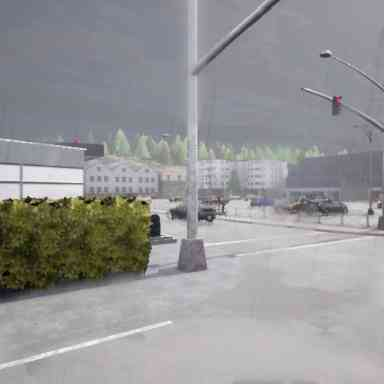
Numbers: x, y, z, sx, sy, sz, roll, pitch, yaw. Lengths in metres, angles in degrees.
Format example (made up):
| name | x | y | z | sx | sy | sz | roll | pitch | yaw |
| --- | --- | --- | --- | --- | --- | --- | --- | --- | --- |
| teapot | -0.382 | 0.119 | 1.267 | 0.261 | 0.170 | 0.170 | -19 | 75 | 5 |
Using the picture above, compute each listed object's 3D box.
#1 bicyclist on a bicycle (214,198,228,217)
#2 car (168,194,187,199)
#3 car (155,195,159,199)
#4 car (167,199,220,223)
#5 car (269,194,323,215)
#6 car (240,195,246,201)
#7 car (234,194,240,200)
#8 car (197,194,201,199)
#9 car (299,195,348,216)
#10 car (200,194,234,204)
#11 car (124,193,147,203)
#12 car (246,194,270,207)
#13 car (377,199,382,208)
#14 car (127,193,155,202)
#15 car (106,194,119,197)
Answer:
| name | x | y | z | sx | sy | sz | roll | pitch | yaw |
| --- | --- | --- | --- | --- | --- | --- | --- | --- | --- |
| bicyclist on a bicycle | 2.394 | 1.301 | 28.039 | 1.656 | 1.620 | 0.582 | 0 | 0 | -35 |
| car | -2.397 | 1.097 | 65.455 | 4.605 | 1.855 | 1.932 | 0 | 0 | -35 |
| car | -11.300 | 1.286 | 90.789 | 5.008 | 1.535 | 1.882 | 0 | 0 | -35 |
| car | -0.139 | 1.505 | 24.896 | 1.837 | 1.490 | 4.892 | 0 | 0 | -34 |
| car | 10.314 | 1.330 | 32.506 | 5.027 | 1.636 | 2.152 | 0 | 0 | -35 |
| car | 13.656 | 1.154 | 72.827 | 5.027 | 1.636 | 2.152 | 0 | 0 | -35 |
| car | 9.719 | 1.232 | 77.905 | 3.806 | 1.475 | 1.970 | 0 | 0 | -35 |
| car | 1.842 | 1.298 | 76.876 | 4.514 | 1.523 | 2.007 | 0 | 0 | -35 |
| car | 12.152 | 1.340 | 29.963 | 4.514 | 1.523 | 2.007 | 0 | 0 | -35 |
| car | 4.147 | 1.298 | 54.832 | 4.514 | 1.523 | 2.007 | 0 | 0 | -35 |
| car | -10.730 | 1.077 | 63.648 | 3.866 | 1.878 | 1.905 | 0 | 0 | -35 |
| car | 9.830 | 1.320 | 46.612 | 3.633 | 1.501 | 1.845 | 0 | 0 | -35 |
| car | 25.707 | 1.384 | 43.066 | 3.806 | 1.475 | 1.970 | 0 | 0 | -35 |
| car | -9.329 | 1.361 | 60.572 | 3.806 | 1.475 | 1.970 | 0 | 0 | -35 |
| car | -19.716 | 1.334 | 84.951 | 4.902 | 1.511 | 2.128 | 0 | 0 | -35 |
